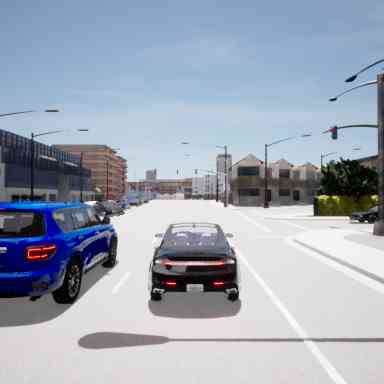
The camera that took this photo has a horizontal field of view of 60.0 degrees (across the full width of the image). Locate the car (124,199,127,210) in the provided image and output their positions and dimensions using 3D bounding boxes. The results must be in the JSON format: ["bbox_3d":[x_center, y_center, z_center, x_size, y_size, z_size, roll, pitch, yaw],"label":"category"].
[{"bbox_3d":[-8.798,1.771,34.779,1.837,1.490,4.892,-2,0,-32],"label":"car"}]

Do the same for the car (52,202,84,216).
[{"bbox_3d":[-14.158,1.906,38.217,1.895,1.301,4.718,0,-1,0],"label":"car"}]

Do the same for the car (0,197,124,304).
[{"bbox_3d":[-3.446,1.239,8.320,2.150,2.045,5.566,0,0,0],"label":"car"}]

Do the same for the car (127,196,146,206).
[{"bbox_3d":[-10.652,1.947,62.754,2.033,1.411,5.357,0,1,0],"label":"car"}]

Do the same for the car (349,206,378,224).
[{"bbox_3d":[15.061,1.686,25.499,5.357,1.411,2.033,0,-1,0],"label":"car"}]

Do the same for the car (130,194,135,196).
[{"bbox_3d":[-14.119,1.459,75.654,2.150,2.045,5.566,0,1,0],"label":"car"}]

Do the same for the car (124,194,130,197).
[{"bbox_3d":[-14.131,1.731,64.873,2.097,1.767,4.553,0,1,0],"label":"car"}]

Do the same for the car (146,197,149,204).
[{"bbox_3d":[-10.615,1.792,73.194,2.128,1.511,4.902,0,1,0],"label":"car"}]

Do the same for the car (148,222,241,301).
[{"bbox_3d":[0.055,1.506,8.365,2.128,1.511,4.902,0,0,0],"label":"car"}]

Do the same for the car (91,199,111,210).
[{"bbox_3d":[-14.178,1.933,52.111,1.837,1.490,4.892,0,0,0],"label":"car"}]

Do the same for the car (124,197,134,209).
[{"bbox_3d":[-10.674,1.917,50.778,1.837,1.490,4.892,0,0,0],"label":"car"}]
